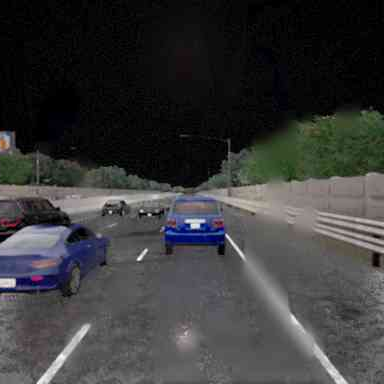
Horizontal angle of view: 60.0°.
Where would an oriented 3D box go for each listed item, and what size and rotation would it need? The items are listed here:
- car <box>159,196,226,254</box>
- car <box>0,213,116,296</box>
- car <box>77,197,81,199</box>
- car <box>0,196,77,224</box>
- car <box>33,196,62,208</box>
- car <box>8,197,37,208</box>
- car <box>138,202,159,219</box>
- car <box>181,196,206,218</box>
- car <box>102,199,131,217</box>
[{"bbox_3d":[0.109,1.185,13.498,2.150,2.045,5.566,0,0,0],"label":"car"},{"bbox_3d":[-3.405,1.501,8.422,1.812,1.442,4.674,0,0,0],"label":"car"},{"bbox_3d":[-17.534,1.408,48.581,2.128,1.511,4.902,0,0,0],"label":"car"},{"bbox_3d":[-6.892,1.184,13.618,2.150,2.045,5.566,0,0,0],"label":"car"},{"bbox_3d":[-21.034,1.408,48.572,2.128,1.511,4.902,0,0,0],"label":"car"},{"bbox_3d":[-24.534,1.480,48.235,1.994,1.385,4.181,0,0,1],"label":"car"},{"bbox_3d":[-3.384,1.536,28.726,1.895,1.301,4.718,0,0,0],"label":"car"},{"bbox_3d":[0.117,1.286,30.100,2.097,1.767,4.553,0,0,0],"label":"car"},{"bbox_3d":[-6.883,1.437,30.489,1.837,1.490,4.892,0,0,0],"label":"car"}]
